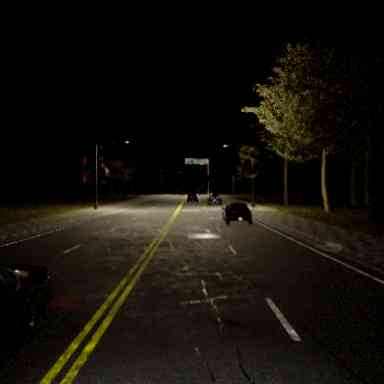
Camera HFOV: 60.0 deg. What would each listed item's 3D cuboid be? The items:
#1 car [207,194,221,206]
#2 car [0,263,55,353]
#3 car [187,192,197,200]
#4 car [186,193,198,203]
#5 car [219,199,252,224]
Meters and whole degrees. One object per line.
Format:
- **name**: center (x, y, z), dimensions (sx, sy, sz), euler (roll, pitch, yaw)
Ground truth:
- **car**: center (3.255, 1.109, 48.207), dimensions (2.033, 1.649, 4.856), euler (0, 2, 0)
- **car**: center (-3.348, 1.573, 3.612), dimensions (2.033, 1.411, 5.357), euler (0, 0, 0)
- **car**: center (-0.007, 0.838, 71.373), dimensions (2.033, 1.411, 5.357), euler (0, 1, 0)
- **car**: center (0.095, 1.088, 55.950), dimensions (1.812, 1.442, 4.674), euler (0, 1, 0)
- **car**: center (3.292, 1.531, 24.841), dimensions (1.837, 1.490, 4.892), euler (0, 0, 1)
